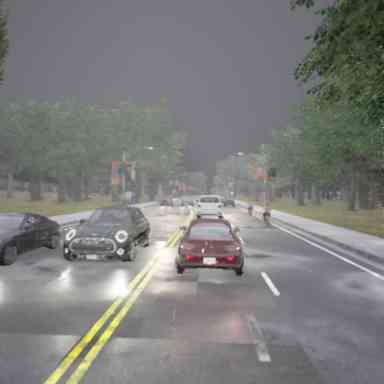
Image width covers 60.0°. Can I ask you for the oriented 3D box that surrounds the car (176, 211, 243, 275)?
[{"bbox_3d":[0.561,1.560,10.594,1.812,1.442,4.674,1,0,3],"label":"car"}]

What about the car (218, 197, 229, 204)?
[{"bbox_3d":[6.971,1.828,73.453,2.128,1.511,4.902,1,0,3],"label":"car"}]

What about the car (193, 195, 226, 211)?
[{"bbox_3d":[1.532,1.315,29.236,2.150,2.045,5.566,1,0,3],"label":"car"}]

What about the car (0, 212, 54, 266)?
[{"bbox_3d":[-6.109,1.432,11.319,1.812,1.442,4.674,1,0,3],"label":"car"}]

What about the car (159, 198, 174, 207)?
[{"bbox_3d":[-3.946,1.604,52.491,1.994,1.385,4.181,1,0,3],"label":"car"}]

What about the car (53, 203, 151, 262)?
[{"bbox_3d":[-2.819,1.323,11.988,2.097,1.767,4.553,1,0,3],"label":"car"}]

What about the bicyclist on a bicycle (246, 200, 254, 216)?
[{"bbox_3d":[5.789,1.620,32.976,0.866,1.612,1.509,1,0,3],"label":"bicyclist on a bicycle"}]

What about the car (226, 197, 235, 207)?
[{"bbox_3d":[6.207,1.753,56.746,1.837,1.490,4.892,1,0,3],"label":"car"}]

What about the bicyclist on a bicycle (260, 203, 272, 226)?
[{"bbox_3d":[5.304,1.590,23.603,0.866,1.612,1.509,1,0,3],"label":"bicyclist on a bicycle"}]

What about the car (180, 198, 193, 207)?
[{"bbox_3d":[-0.708,1.628,52.253,1.812,1.442,4.674,1,0,3],"label":"car"}]
